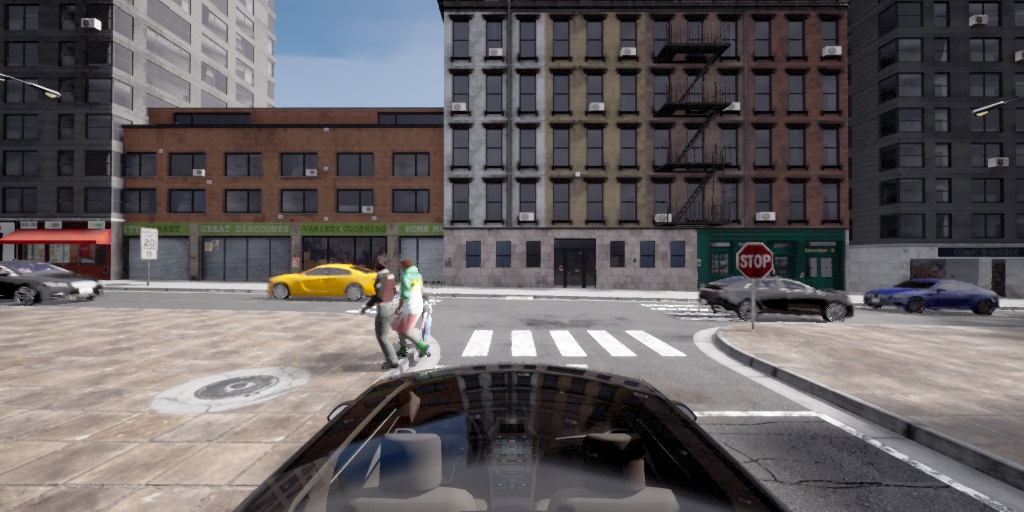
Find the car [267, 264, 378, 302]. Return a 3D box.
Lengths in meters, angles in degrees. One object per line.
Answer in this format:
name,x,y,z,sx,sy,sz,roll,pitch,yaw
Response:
car,-7.949,1.108,15.753,5.008,1.535,1.882,1,0,0

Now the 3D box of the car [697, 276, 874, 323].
car,9.245,1.461,12.748,4.902,1.511,2.128,1,0,0

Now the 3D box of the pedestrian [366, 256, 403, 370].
pedestrian,-2.084,0.893,5.852,0.375,1.860,0.375,0,0,0

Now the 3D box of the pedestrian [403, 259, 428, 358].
pedestrian,-1.813,0.891,6.528,0.375,1.860,0.375,0,0,0

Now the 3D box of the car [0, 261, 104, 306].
car,-17.678,0.923,12.833,4.902,1.511,2.128,1,0,0

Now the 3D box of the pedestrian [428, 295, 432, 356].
pedestrian,-1.734,1.325,7.234,0.375,1.300,0.375,0,0,0

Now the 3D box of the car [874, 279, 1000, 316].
car,18.238,1.736,15.668,4.674,1.442,1.812,1,0,0
